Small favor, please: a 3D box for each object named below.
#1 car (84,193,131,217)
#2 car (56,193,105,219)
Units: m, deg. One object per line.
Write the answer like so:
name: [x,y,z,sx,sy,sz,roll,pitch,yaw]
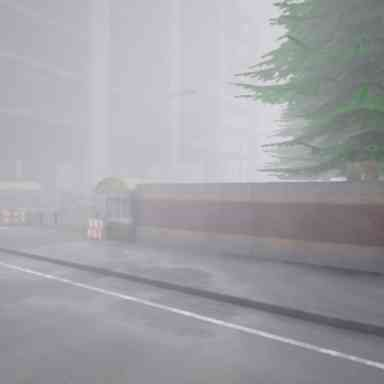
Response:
car: [-7.304,1.044,28.776,3.866,1.878,1.905,0,0,36]
car: [-9.028,1.047,26.393,3.866,1.878,1.905,0,0,36]
